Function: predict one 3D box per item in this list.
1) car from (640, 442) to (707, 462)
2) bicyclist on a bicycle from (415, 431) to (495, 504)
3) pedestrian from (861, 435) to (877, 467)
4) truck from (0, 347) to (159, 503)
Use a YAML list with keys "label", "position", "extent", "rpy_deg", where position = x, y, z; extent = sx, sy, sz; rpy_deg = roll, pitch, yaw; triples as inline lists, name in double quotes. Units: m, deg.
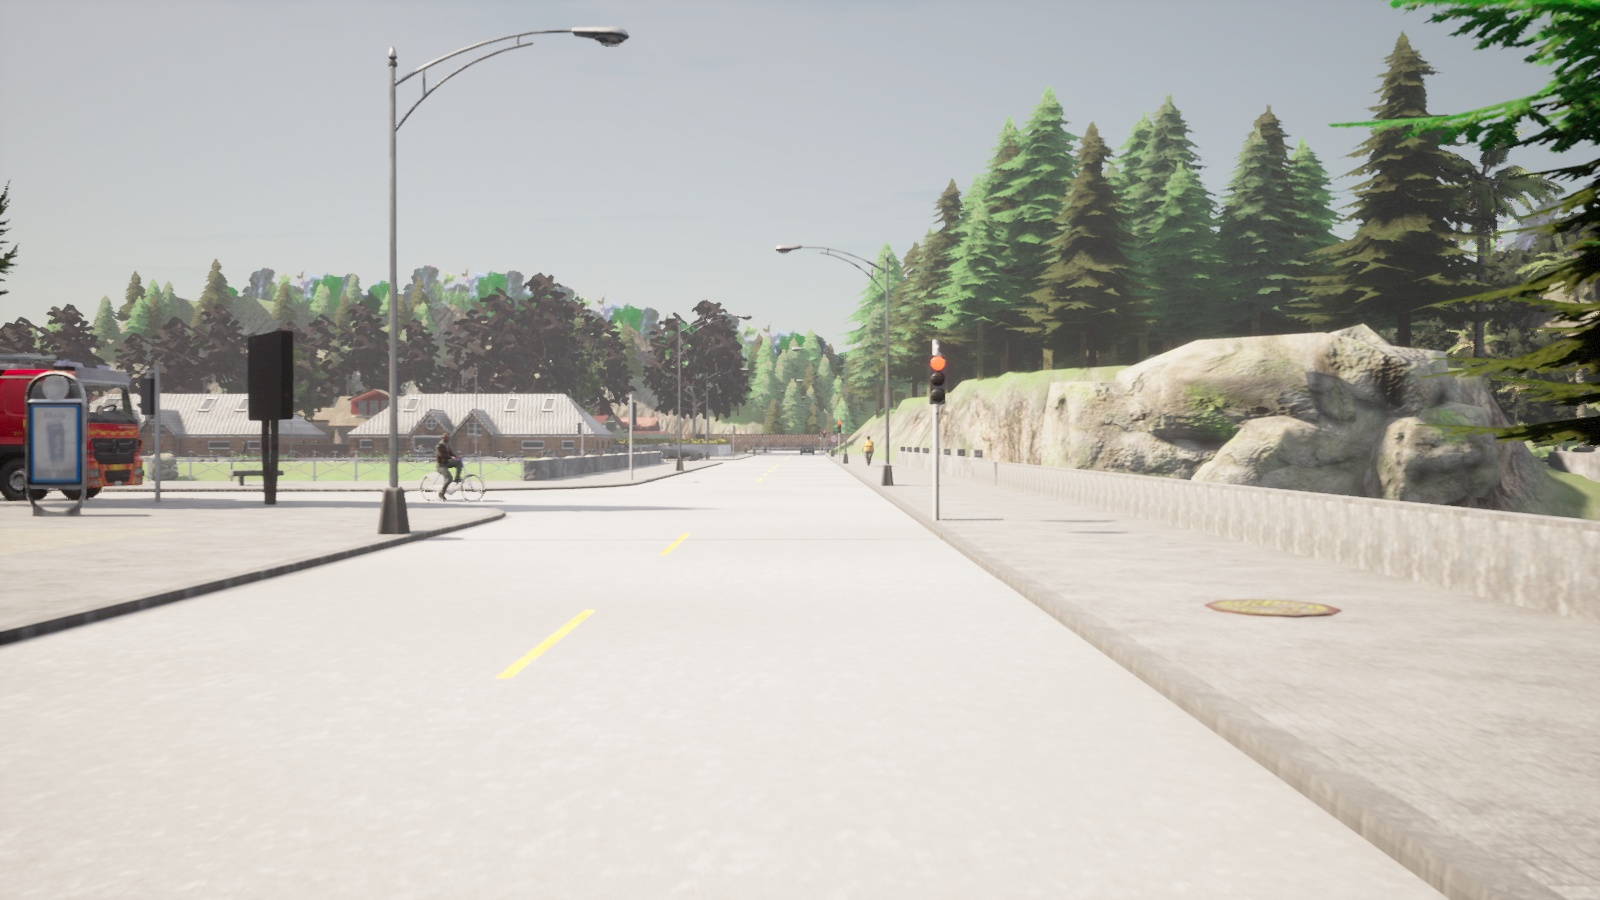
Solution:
- label: "car"
  position: [-9.840, 0.144, 97.728]
  extent: [4.902, 1.511, 2.128]
  rpy_deg: [0, 0, 5]
- label: "bicyclist on a bicycle"
  position: [-8.694, 0.430, 31.683]
  extent: [1.843, 1.776, 0.659]
  rpy_deg: [0, 2, 16]
- label: "pedestrian"
  position: [3.964, 0.051, 72.413]
  extent: [0.874, 1.855, 0.900]
  rpy_deg: [0, 0, 0]
- label: "truck"
  position: [-21.474, -0.618, 32.306]
  extent: [8.468, 3.827, 2.891]
  rpy_deg: [0, 0, 0]
